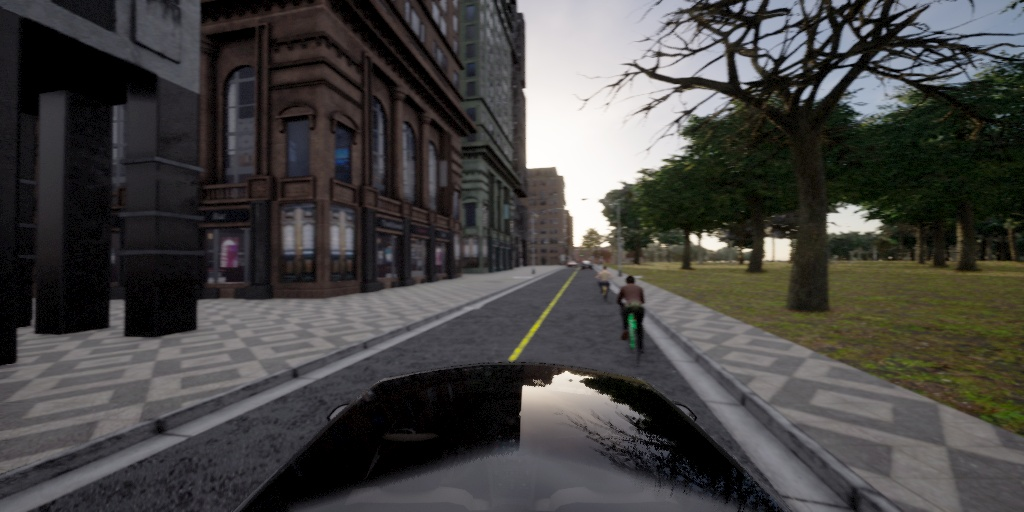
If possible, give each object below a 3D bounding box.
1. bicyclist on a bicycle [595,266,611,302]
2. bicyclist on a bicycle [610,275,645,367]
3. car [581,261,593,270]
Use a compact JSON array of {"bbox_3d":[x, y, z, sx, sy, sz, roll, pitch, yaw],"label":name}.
[{"bbox_3d":[4.243,1.245,16.388,0.866,1.612,1.509,-1,-1,12],"label":"bicyclist on a bicycle"},{"bbox_3d":[2.345,1.210,7.001,0.582,1.620,1.656,-1,-1,12],"label":"bicyclist on a bicycle"},{"bbox_3d":[12.986,1.662,62.172,1.812,1.442,4.674,-1,-1,12],"label":"car"}]
